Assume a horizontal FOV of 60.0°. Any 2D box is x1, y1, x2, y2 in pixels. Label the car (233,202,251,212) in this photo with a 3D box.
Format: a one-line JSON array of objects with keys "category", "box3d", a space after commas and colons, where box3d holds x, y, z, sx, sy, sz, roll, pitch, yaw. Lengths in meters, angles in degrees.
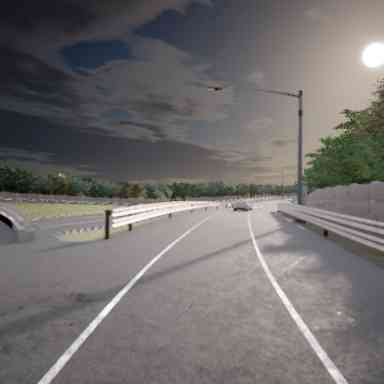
[{"category": "car", "box3d": [7.323, 2.191, 49.982, 2.033, 1.411, 5.357, 1, -2, 13]}]
